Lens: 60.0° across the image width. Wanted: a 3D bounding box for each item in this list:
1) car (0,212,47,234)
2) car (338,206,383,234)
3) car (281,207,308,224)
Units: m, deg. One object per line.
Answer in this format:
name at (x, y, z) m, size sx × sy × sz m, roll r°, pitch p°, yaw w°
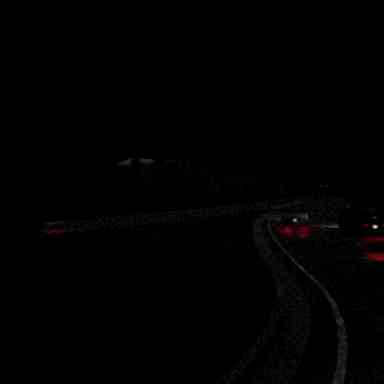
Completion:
car at (-11.748, 1.977, 20.873) m, size 2.128 × 1.511 × 4.902 m, roll -2°, pitch -1°, yaw 41°
car at (10.454, 1.664, 20.548) m, size 1.837 × 1.490 × 4.892 m, roll -1°, pitch -1°, yaw 11°
car at (8.376, 1.893, 27.520) m, size 1.895 × 1.301 × 4.718 m, roll -1°, pitch -1°, yaw 13°
